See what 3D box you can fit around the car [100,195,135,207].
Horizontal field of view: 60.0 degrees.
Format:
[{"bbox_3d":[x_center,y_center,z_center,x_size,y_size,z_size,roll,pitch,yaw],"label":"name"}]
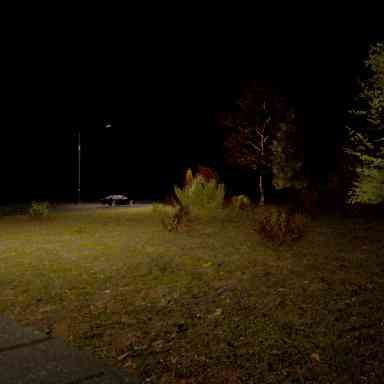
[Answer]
[{"bbox_3d":[-9.589,1.151,43.341,2.128,1.511,4.902,2,2,40],"label":"car"}]
